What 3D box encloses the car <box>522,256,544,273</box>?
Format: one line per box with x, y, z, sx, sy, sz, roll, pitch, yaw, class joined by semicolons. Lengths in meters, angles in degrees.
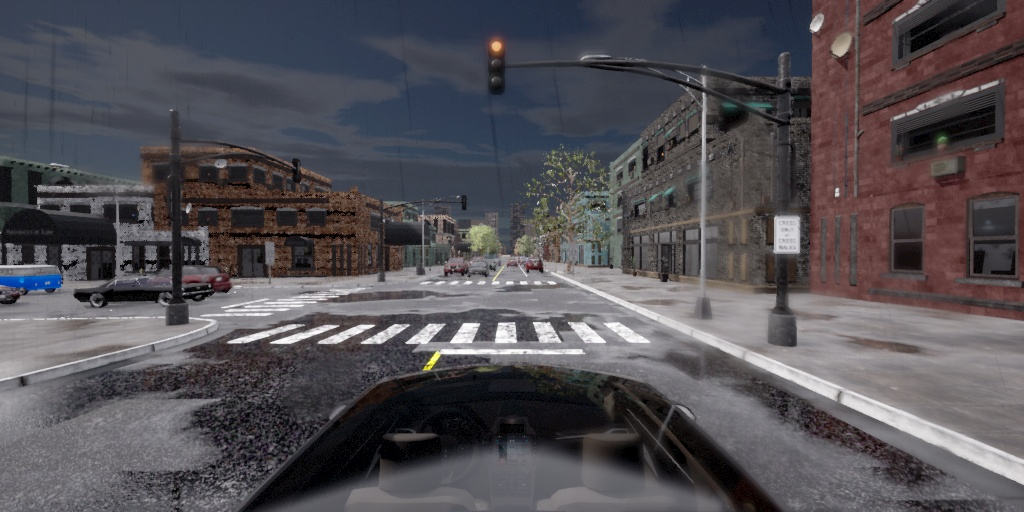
2.663;1.055;42.860;2.192;1.841;5.009;0;0;0;car

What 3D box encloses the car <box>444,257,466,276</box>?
-5.713;1.057;37.309;2.192;1.841;5.009;0;0;0;car

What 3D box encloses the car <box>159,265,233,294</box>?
-18.109;1.319;19.536;4.553;1.767;2.097;-1;1;-1;car

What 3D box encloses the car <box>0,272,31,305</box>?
-25.523;1.629;16.237;4.674;1.442;1.812;-1;1;-1;car

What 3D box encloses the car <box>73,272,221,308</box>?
-16.547;1.577;16.351;4.718;1.301;1.895;-1;1;-1;car

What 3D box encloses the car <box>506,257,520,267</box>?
0.054;1.261;64.346;1.812;1.442;4.674;0;0;0;car

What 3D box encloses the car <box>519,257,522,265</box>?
2.650;1.287;59.491;2.007;1.370;4.403;0;0;0;car

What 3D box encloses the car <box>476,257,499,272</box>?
-3.132;1.091;46.275;2.097;1.767;4.553;0;0;0;car

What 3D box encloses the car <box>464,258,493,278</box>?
-3.125;1.247;34.269;1.837;1.490;4.892;0;0;0;car

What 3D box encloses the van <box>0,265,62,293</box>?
-30.312;1.458;21.972;3.998;1.789;1.690;0;0;-1;van
